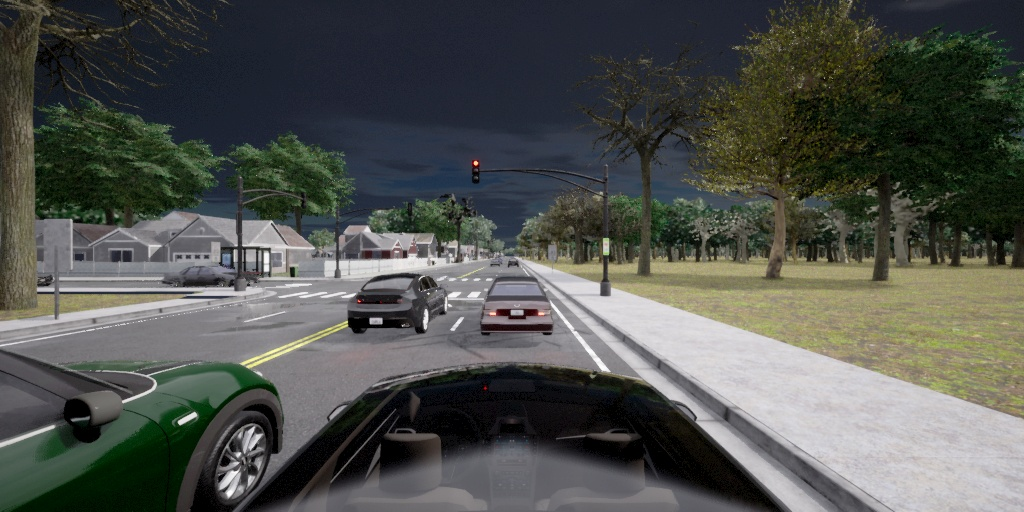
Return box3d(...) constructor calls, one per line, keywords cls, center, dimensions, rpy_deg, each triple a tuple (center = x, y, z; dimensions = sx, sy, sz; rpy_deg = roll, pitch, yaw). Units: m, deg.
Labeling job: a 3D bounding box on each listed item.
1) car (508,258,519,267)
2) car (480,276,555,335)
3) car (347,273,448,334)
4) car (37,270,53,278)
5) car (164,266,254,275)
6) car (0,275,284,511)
box3d(cls="car", center=(0.237, 1.204, 64.966), dimensions=(1.882, 1.535, 5.008), rpy_deg=(0, 0, 0))
box3d(cls="car", center=(0.118, 1.297, 10.429), dimensions=(2.033, 1.411, 5.357), rpy_deg=(0, 0, 0))
box3d(cls="car", center=(-3.138, 1.254, 10.682), dimensions=(1.837, 1.490, 4.892), rpy_deg=(0, 0, 0))
box3d(cls="car", center=(-32.496, 1.302, 23.007), dimensions=(4.892, 1.490, 1.837), rpy_deg=(0, 0, 1))
box3d(cls="car", center=(-19.023, 1.322, 22.723), dimensions=(5.357, 1.411, 2.033), rpy_deg=(0, 0, 4))
box3d(cls="car", center=(-3.150, 1.102, 1.436), dimensions=(2.097, 1.767, 4.553), rpy_deg=(0, 0, 0))
